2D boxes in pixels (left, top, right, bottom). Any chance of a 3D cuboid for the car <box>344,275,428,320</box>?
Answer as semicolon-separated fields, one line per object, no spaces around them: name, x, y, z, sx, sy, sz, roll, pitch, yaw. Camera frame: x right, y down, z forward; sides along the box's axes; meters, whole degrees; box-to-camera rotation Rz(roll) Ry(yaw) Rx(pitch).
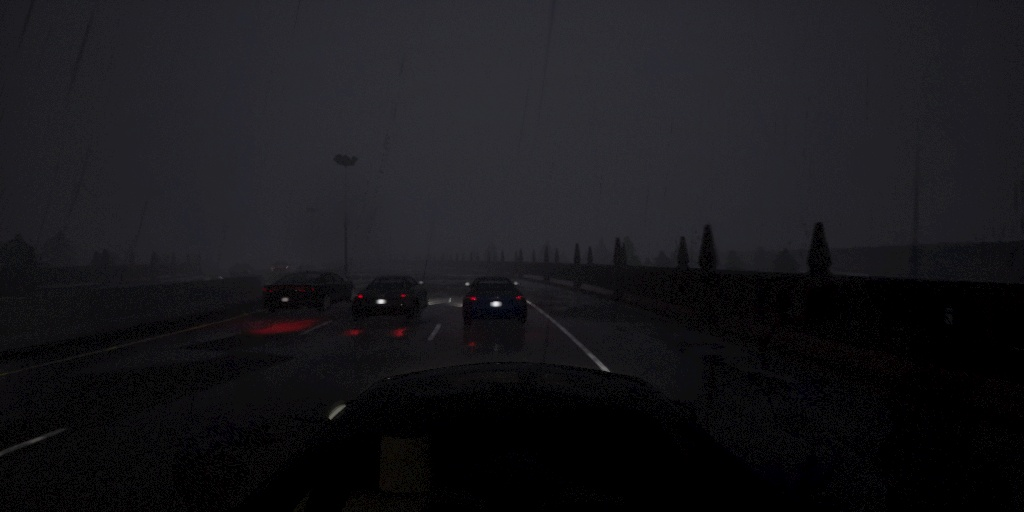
car;-4.258;1.387;13.031;1.994;1.385;4.181;0;0;-7

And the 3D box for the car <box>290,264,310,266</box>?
car;-21.773;1.624;37.967;1.895;1.301;4.718;0;0;-23

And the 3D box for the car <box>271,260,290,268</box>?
car;-30.253;1.457;46.953;2.097;1.767;4.553;0;0;-31

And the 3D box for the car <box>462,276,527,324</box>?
car;-0.673;1.367;12.329;1.994;1.385;4.181;0;0;-6

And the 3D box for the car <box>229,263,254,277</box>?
car;-31.255;1.575;41.551;2.128;1.511;4.902;0;0;-28

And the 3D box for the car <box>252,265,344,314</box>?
car;-7.947;1.325;14.542;1.882;1.535;5.008;0;0;-7
